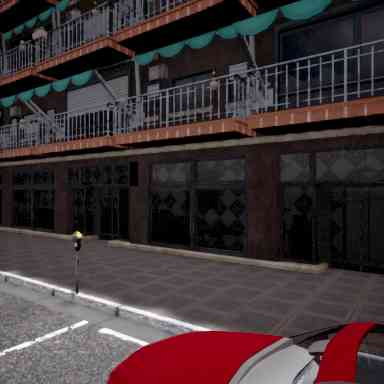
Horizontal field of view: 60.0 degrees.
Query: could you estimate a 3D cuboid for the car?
[{"bbox_3d":[1.155,1.582,2.060,4.206,1.307,1.802,0,0,35],"label":"car"}]
